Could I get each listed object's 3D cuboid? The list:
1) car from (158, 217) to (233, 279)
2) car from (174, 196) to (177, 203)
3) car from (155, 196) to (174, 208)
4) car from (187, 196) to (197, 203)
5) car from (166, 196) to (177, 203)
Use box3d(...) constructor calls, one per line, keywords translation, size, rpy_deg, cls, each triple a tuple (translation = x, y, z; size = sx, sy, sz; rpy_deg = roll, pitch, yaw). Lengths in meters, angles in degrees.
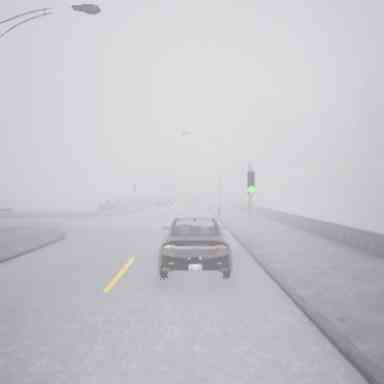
box3d(translation=(0.082, 1.484, 9.968), size=(2.128, 1.511, 4.902), rpy_deg=(0, 0, 0), cls="car")
box3d(translation=(-4.071, 1.556, 56.822), size=(1.895, 1.301, 4.718), rpy_deg=(0, 0, 0), cls="car")
box3d(translation=(-4.099, 1.510, 47.156), size=(2.033, 1.411, 5.357), rpy_deg=(0, 0, 0), cls="car")
box3d(translation=(0.098, 1.472, 67.386), size=(1.812, 1.442, 4.674), rpy_deg=(0, 0, 0), cls="car")
box3d(translation=(-4.003, 1.511, 66.640), size=(1.994, 1.385, 4.181), rpy_deg=(0, 0, 0), cls="car")
